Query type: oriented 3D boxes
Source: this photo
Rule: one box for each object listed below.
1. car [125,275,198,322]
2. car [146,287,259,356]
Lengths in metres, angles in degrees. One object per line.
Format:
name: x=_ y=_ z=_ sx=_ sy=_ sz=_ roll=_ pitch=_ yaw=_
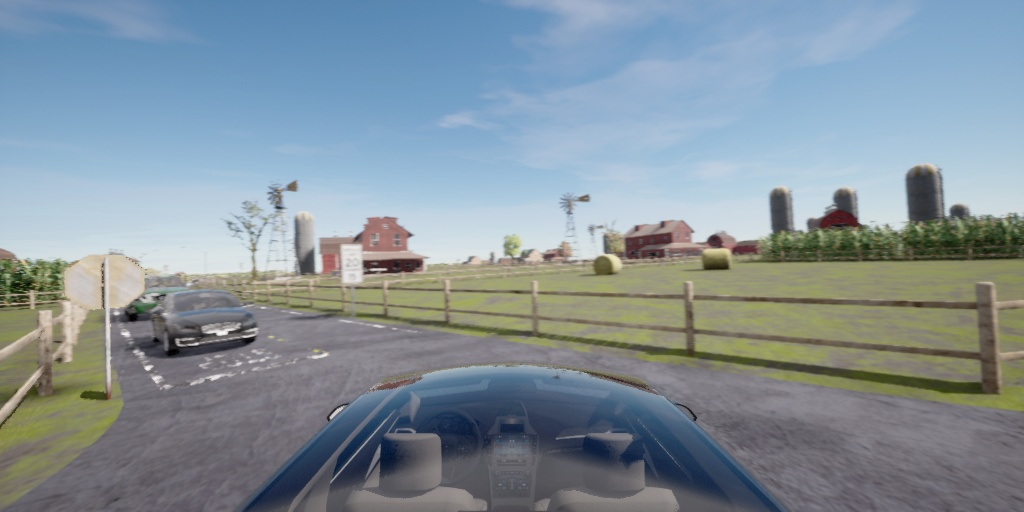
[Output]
car: x=-17.733 y=1.989 z=17.929 sx=5.566 sy=2.045 sz=2.150 roll=-4 pitch=-2 yaw=41
car: x=-9.077 y=1.777 z=10.502 sx=4.892 sy=1.490 sz=1.837 roll=-3 pitch=-2 yaw=40
